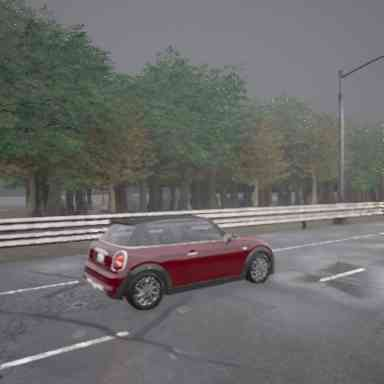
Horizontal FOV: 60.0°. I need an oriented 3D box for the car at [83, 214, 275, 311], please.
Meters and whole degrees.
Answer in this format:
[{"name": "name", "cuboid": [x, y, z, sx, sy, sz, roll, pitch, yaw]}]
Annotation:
[{"name": "car", "cuboid": [-0.119, 1.333, 7.960, 4.553, 1.767, 2.097, 0, 0, -35]}]
